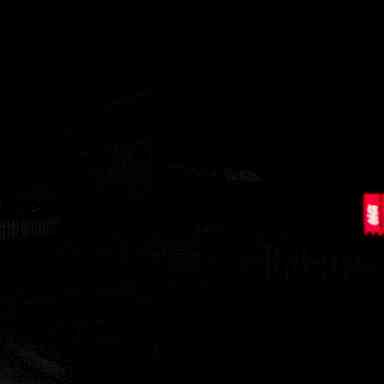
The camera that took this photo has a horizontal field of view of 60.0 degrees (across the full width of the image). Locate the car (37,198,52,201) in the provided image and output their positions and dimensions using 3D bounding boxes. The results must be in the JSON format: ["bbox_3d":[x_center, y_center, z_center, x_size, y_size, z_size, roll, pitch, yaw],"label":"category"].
[{"bbox_3d":[-23.820,1.792,56.647,4.605,1.855,1.932,-1,-1,36],"label":"car"}]

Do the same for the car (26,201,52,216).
[{"bbox_3d":[-16.027,2.015,37.910,1.994,1.385,4.181,-1,0,36],"label":"car"}]

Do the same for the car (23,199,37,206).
[{"bbox_3d":[-34.989,2.237,72.721,4.514,1.523,2.007,-1,-1,36],"label":"car"}]
